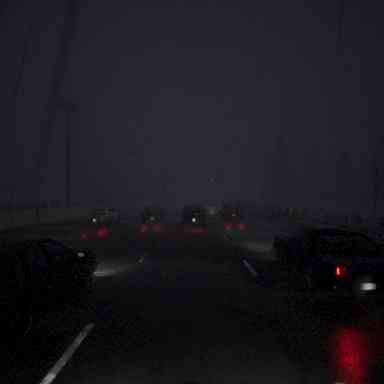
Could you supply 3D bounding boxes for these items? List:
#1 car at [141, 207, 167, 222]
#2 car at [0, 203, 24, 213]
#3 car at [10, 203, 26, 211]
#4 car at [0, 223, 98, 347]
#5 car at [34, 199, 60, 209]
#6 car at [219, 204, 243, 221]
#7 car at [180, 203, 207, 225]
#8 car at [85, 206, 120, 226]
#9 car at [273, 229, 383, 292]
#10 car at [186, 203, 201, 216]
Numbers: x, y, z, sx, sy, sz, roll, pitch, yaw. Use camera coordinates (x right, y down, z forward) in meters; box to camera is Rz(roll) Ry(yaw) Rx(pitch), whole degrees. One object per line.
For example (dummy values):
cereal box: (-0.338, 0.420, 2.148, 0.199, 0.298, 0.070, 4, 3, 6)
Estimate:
car: (-3.347, 1.970, 30.148, 1.895, 1.301, 4.718, 0, -1, 0)
car: (-27.927, 2.387, 50.627, 2.033, 1.411, 5.357, 0, -1, 1)
car: (-24.463, 2.249, 47.715, 1.882, 1.535, 5.008, 0, -2, 1)
car: (-3.398, 1.589, 6.309, 2.033, 1.411, 5.357, 0, 0, 0)
car: (-20.948, 2.025, 49.037, 2.150, 2.045, 5.566, 0, -2, 1)
car: (3.656, 1.888, 31.420, 2.128, 1.511, 4.902, 0, -1, 0)
car: (0.146, 1.805, 26.603, 1.837, 1.490, 4.892, 0, -1, 0)
car: (-6.868, 1.807, 25.717, 1.812, 1.442, 4.674, 0, -1, 0)
car: (3.615, 1.663, 9.027, 1.895, 1.301, 4.718, 0, 0, 0)
car: (0.174, 2.174, 42.403, 1.812, 1.442, 4.674, 0, -1, 0)
